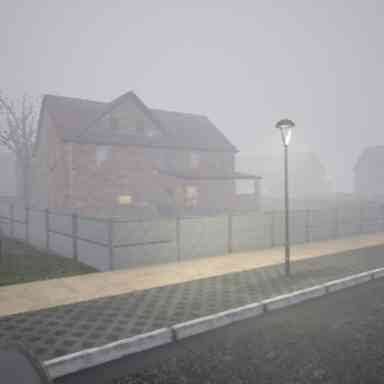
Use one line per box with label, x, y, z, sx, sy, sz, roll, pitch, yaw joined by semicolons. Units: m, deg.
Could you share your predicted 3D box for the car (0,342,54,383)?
car;-3.062;1.551;0.887;5.357;1.411;2.033;0;0;-35
